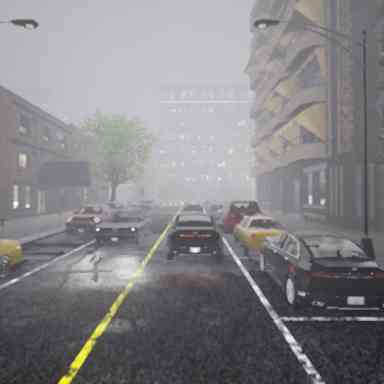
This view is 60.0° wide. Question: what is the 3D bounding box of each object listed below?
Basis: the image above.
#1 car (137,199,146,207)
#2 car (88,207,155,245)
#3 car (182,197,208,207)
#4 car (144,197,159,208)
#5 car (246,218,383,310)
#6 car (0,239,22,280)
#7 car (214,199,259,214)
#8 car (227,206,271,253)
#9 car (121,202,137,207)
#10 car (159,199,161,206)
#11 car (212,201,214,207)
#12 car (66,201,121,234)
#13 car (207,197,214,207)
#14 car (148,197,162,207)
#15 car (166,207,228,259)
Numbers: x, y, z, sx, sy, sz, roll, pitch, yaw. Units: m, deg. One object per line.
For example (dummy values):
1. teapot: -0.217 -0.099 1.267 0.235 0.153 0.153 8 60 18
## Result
1. car: -5.657 1.596 30.341 1.802 1.307 4.206 1 0 0
2. car: -3.106 1.607 15.625 1.895 1.301 4.718 0 0 0
3. car: 0.087 1.506 30.602 2.128 1.511 4.902 0 0 0
4. car: -5.661 1.588 41.714 1.947 1.339 4.313 1 0 0
5. car: 2.700 1.554 7.656 2.008 1.369 4.403 1 0 0
6. car: -5.646 1.528 7.425 1.752 1.417 4.829 1 0 0
7. car: 2.699 1.323 19.031 2.192 1.841 5.009 1 0 0
8. car: 2.698 1.531 13.513 1.752 1.417 4.829 1 0 0
9. car: -5.652 1.451 24.655 1.967 1.590 4.097 1 0 0
10. car: -5.663 1.578 47.402 2.008 1.369 4.403 1 0 0
11. car: 2.692 1.593 24.717 1.802 1.307 4.206 1 0 0
12. car: -5.649 1.448 18.967 1.967 1.590 4.097 1 0 0
13. car: 2.688 1.584 36.090 1.947 1.339 4.313 1 0 0
14. car: -5.836 1.557 52.919 1.752 1.417 4.829 1 0 0
15. car: 0.095 1.509 12.524 1.837 1.490 4.892 0 0 0
